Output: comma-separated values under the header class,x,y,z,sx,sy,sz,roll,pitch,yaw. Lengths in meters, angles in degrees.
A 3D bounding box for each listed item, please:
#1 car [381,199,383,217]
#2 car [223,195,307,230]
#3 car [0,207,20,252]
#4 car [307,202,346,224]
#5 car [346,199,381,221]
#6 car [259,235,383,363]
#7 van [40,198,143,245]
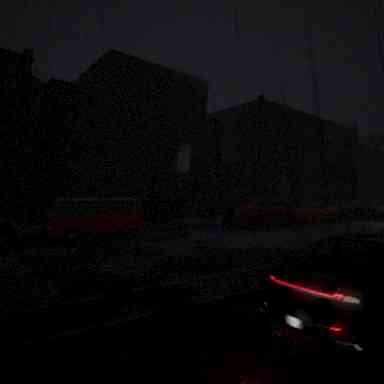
class,x,y,z,sx,sy,sz,roll,pitch,yaw
car,18.025,1.433,31.475,4.553,1.767,2.185,0,0,-36
car,4.612,1.252,21.851,5.566,2.045,2.435,0,0,-36
car,-8.910,1.321,12.150,4.553,1.767,2.185,0,0,-36
car,9.025,1.521,25.018,5.008,1.535,2.097,0,0,-36
car,13.515,1.541,28.240,4.892,1.521,2.231,0,0,-36
car,3.321,1.510,5.809,4.902,1.511,2.128,0,0,-36
van,-4.541,1.239,15.285,4.442,1.987,1.878,0,0,-36
